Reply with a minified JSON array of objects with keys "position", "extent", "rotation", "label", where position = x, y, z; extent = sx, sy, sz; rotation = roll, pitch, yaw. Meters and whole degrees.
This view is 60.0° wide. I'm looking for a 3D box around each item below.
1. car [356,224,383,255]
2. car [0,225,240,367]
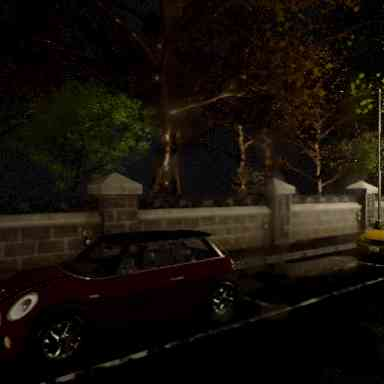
[{"position":[7.855,1.522,12.158],"extent":[4.829,1.417,1.752],"rotation":[0,0,-35],"label":"car"},{"position":[-1.179,1.439,5.716],"extent":[4.097,1.590,1.967],"rotation":[0,0,-35],"label":"car"}]
